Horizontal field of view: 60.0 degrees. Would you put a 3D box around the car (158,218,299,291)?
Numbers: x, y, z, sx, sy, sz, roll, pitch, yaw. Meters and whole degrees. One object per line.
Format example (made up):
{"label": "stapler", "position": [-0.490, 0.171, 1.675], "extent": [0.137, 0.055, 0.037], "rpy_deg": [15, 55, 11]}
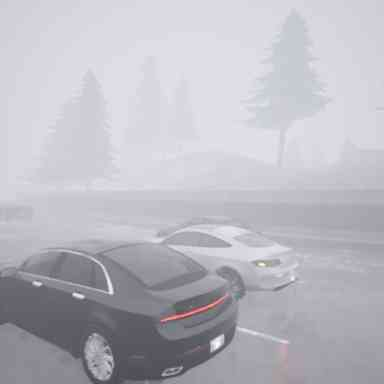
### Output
{"label": "car", "position": [0.266, 1.541, 8.328], "extent": [4.674, 1.442, 1.812], "rpy_deg": [0, 0, 38]}

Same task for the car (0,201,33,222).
{"label": "car", "position": [-14.380, 1.478, 26.666], "extent": [1.882, 1.535, 5.008], "rpy_deg": [0, 0, -42]}

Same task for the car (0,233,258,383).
{"label": "car", "position": [-1.624, 1.510, 5.370], "extent": [4.892, 1.490, 1.837], "rpy_deg": [0, 0, 37]}

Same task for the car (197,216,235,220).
{"label": "car", "position": [0.566, 1.587, 12.566], "extent": [4.181, 1.385, 1.994], "rpy_deg": [0, 0, 38]}
